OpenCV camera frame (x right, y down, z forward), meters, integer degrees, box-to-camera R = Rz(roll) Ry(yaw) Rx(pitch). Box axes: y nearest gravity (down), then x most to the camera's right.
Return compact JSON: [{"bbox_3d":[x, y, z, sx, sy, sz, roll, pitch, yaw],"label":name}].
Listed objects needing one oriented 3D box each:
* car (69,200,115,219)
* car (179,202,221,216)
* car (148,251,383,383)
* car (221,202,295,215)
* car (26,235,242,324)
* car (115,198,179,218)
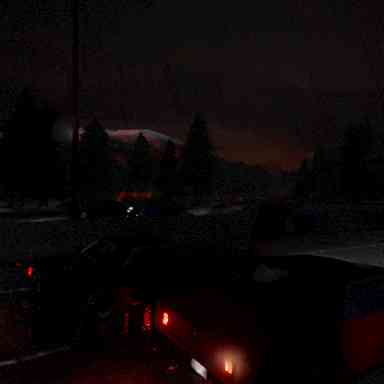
[{"bbox_3d":[-7.588,1.400,27.762,5.008,1.535,1.882,0,0,-30],"label":"car"},{"bbox_3d":[1.714,1.502,24.857,4.674,1.442,1.812,1,0,-28],"label":"car"},{"bbox_3d":[1.969,1.604,4.737,4.718,1.301,1.895,0,0,-32],"label":"car"},{"bbox_3d":[4.728,1.474,22.479,5.008,1.535,1.882,1,0,-28],"label":"car"},{"bbox_3d":[-0.832,1.586,7.105,4.718,1.301,1.895,0,0,-32],"label":"car"},{"bbox_3d":[-3.296,1.298,26.143,4.553,1.767,2.097,0,0,-28],"label":"car"}]
